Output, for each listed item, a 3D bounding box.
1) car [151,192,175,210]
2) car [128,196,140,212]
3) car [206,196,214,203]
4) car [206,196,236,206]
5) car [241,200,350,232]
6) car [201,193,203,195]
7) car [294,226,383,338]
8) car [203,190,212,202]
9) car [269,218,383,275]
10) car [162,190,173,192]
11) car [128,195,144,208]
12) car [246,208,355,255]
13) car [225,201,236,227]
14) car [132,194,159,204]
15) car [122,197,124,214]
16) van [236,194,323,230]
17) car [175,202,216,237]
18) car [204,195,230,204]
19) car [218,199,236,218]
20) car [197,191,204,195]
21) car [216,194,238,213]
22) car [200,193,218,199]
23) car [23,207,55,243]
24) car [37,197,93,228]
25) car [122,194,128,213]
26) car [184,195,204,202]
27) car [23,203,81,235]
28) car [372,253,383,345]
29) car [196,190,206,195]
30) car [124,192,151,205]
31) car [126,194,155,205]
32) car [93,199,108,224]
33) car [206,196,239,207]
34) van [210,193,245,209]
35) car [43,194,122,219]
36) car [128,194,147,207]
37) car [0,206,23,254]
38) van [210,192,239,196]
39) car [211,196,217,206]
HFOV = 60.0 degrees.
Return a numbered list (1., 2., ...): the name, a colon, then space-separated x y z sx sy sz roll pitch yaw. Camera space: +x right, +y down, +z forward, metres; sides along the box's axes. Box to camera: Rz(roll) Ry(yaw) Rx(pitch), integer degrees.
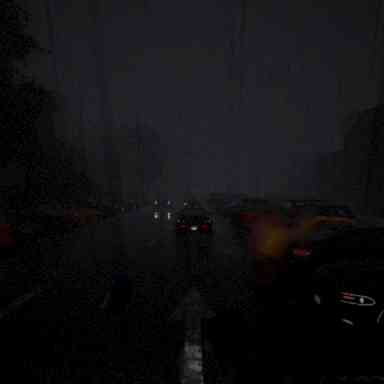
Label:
1. car: -3.587 1.265 42.051 2.097 1.767 4.553 0 0 0
2. car: -8.509 1.440 36.043 4.792 1.488 2.163 0 0 0
3. car: 4.355 1.416 33.271 5.366 1.575 1.946 0 0 0
4. car: 4.538 1.400 52.754 4.674 1.452 2.002 0 0 0
5. car: 4.572 1.337 13.787 4.553 1.767 2.185 0 0 0
6. car: 4.727 1.340 58.320 5.366 1.575 1.946 0 0 0
7. car: 4.546 1.474 5.437 5.008 1.535 2.097 0 0 0
8. car: 4.569 1.143 41.620 5.566 2.045 2.435 0 0 0
9. car: 4.538 1.512 8.221 4.674 1.452 2.002 0 0 0
10. car: -8.182 0.912 89.945 4.553 1.767 2.185 0 0 0
11. car: -8.544 1.403 38.829 5.008 1.535 2.097 0 0 0
12. car: 4.726 1.464 11.004 5.366 1.575 1.946 0 0 0
13. car: 4.570 1.482 19.354 4.792 1.488 2.163 0 0 0
14. car: -8.508 1.208 61.108 4.553 1.767 2.185 0 0 0
15. car: -8.546 1.435 27.688 4.892 1.521 2.231 0 0 0
16. van: 4.658 1.232 16.507 4.442 1.987 1.878 0 0 0
17. car: 0.100 1.501 17.768 1.812 1.442 4.674 0 0 0
18. car: 4.526 1.375 60.962 4.674 1.452 2.002 -1 0 0
19. car: 4.538 1.481 24.921 4.674 1.452 2.002 0 0 0
20. car: 4.322 1.096 84.295 4.792 1.488 2.163 0 0 0
21. car: 4.572 1.309 27.703 4.553 1.767 2.185 0 0 0
22. car: 4.356 1.093 87.122 4.674 1.452 2.002 0 0 0
23. car: -8.542 1.502 13.764 4.674 1.452 2.002 0 0 0
24. car: -8.507 1.327 19.332 4.553 1.767 2.185 0 0 0
25. car: -8.571 1.301 30.474 4.553 1.767 2.185 0 0 0
26. car: 0.101 1.427 39.185 1.837 1.490 4.892 0 0 0
27. car: -8.534 1.458 16.548 5.008 1.535 2.097 0 0 0
28. car: 4.535 1.477 2.653 5.008 1.535 2.097 0 0 0
29. car: 4.188 1.021 92.773 5.366 1.575 1.946 0 0 0
30. car: -8.508 1.251 47.183 4.553 1.767 2.185 0 0 0
31. car: -8.570 1.226 55.412 4.553 1.767 2.185 0 0 0
32. car: -8.544 1.446 22.117 5.008 1.535 2.097 0 0 0
33. car: 4.570 1.398 49.971 4.792 1.488 2.163 0 0 0
34. van: 4.657 1.160 44.279 4.442 1.987 1.878 0 0 0
35. car: -8.511 1.189 24.904 5.566 2.045 2.435 0 0 0
36. car: -8.724 1.392 41.489 5.366 1.575 1.946 0 0 0
37. car: -8.508 1.341 10.978 4.553 1.767 2.185 0 0 0
38. van: 4.658 1.177 38.837 4.442 1.987 1.878 0 0 0
39. car: 4.534 1.428 30.488 4.892 1.521 2.231 0 0 0
